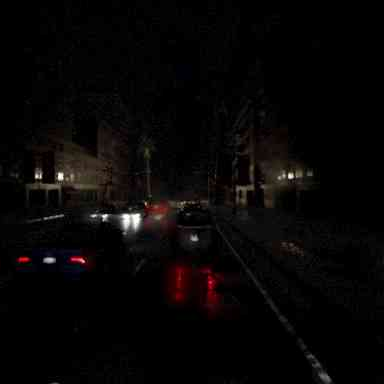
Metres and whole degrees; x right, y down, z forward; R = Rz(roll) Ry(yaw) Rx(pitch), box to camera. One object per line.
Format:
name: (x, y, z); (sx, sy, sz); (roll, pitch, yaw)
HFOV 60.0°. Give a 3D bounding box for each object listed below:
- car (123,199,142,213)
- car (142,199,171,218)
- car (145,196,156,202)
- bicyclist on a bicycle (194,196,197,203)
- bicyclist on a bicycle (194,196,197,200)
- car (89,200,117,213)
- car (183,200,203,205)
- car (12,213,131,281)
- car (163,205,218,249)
car: (-6.598, 1.597, 38.003); (2.128, 1.511, 4.902); (0, 0, 0)
car: (-3.159, 1.441, 31.676); (2.097, 1.767, 4.553); (0, 0, 0)
car: (-9.760, 1.564, 77.985); (1.994, 1.385, 4.181); (0, 0, 0)
bicyclist on a bicycle: (0.884, 1.807, 83.197); (0.582, 1.620, 1.656); (0, -1, 0)
bicyclist on a bicycle: (0.885, 1.739, 74.196); (0.582, 1.620, 1.656); (0, -1, 0)
car: (-9.851, 1.651, 37.307); (2.033, 1.411, 5.357); (0, 0, 0)
car: (0.094, 1.587, 33.472); (2.128, 1.511, 4.902); (0, 0, 0)
car: (-3.166, 1.582, 9.925); (2.033, 1.411, 5.357); (0, 0, 0)
car: (0.092, 1.541, 14.828); (2.128, 1.511, 4.902); (0, 0, 0)
